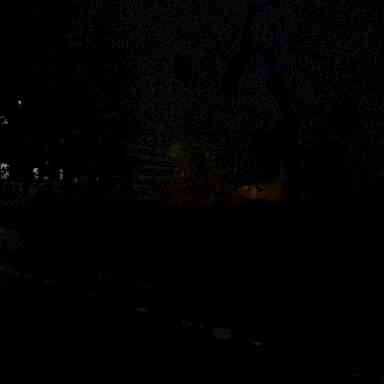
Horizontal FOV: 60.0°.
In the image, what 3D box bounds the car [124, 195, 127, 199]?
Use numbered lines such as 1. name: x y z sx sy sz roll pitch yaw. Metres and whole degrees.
1. car: -13.860 1.056 68.680 2.033 1.411 5.357 0 0 37
